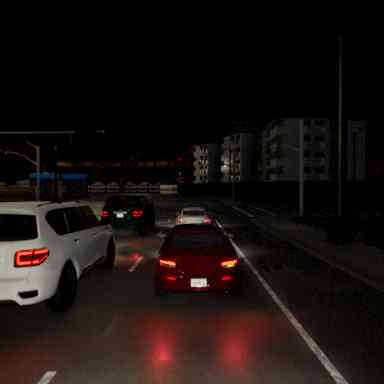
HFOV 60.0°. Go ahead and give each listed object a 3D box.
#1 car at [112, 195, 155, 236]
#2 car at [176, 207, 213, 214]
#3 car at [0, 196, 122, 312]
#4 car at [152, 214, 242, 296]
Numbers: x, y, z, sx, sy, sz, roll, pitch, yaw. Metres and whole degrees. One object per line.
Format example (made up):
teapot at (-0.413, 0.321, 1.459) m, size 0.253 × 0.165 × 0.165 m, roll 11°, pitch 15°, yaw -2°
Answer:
car at (-3.351, 1.178, 18.206) m, size 2.150 × 2.045 × 5.566 m, roll 0°, pitch 0°, yaw 0°
car at (0.115, 1.489, 17.577) m, size 1.812 × 1.442 × 4.674 m, roll 0°, pitch 0°, yaw 1°
car at (-3.383, 1.217, 7.847) m, size 2.150 × 2.045 × 5.566 m, roll 0°, pitch 0°, yaw 0°
car at (0.121, 1.521, 8.490) m, size 1.812 × 1.442 × 4.674 m, roll 0°, pitch 0°, yaw 0°
